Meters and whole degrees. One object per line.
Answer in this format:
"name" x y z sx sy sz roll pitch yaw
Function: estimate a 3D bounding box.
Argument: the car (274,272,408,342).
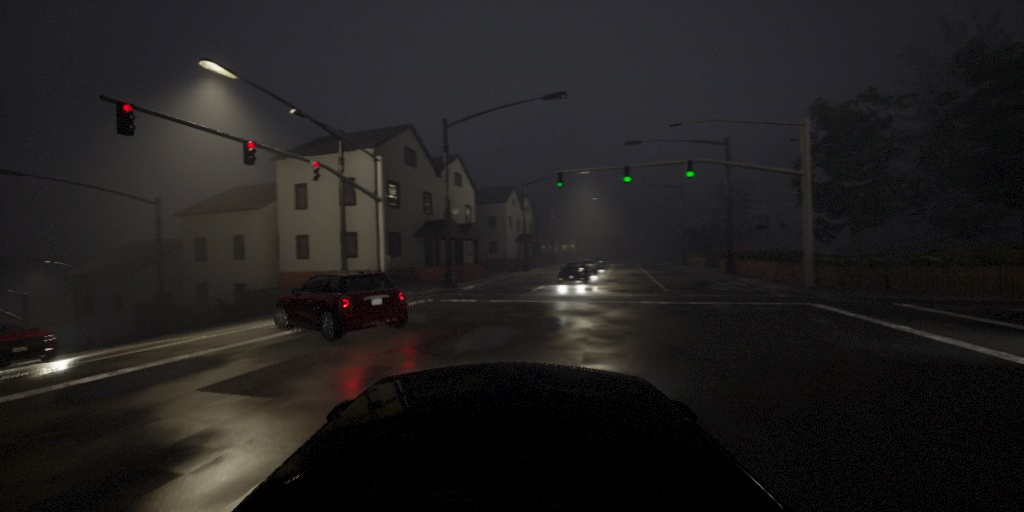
"car" -5.159 1.263 10.616 4.553 1.767 2.097 -2 0 39

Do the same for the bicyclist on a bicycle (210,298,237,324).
"bicyclist on a bicycle" -18.970 3.587 23.518 0.582 1.620 1.656 -9 -2 18

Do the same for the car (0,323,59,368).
"car" -16.837 2.918 11.329 5.008 1.535 1.882 -11 -2 18

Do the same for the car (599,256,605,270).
"car" 10.304 0.749 44.478 2.097 1.767 4.553 -2 0 17

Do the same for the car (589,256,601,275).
"car" 7.369 1.034 34.961 1.812 1.442 4.674 -2 0 17

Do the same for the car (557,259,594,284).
"car" 4.487 1.182 25.522 1.994 1.385 4.181 -2 0 17
